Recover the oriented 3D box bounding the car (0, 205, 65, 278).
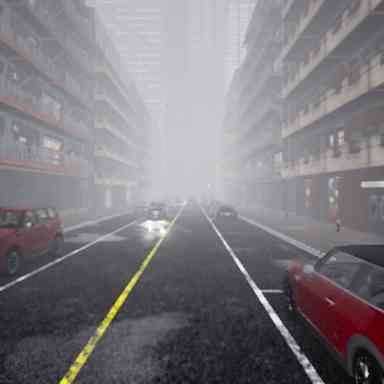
[{"bbox_3d":[-5.702,1.364,10.455,2.192,1.841,5.009,-1,0,0],"label":"car"}]

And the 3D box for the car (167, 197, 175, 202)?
[{"bbox_3d":[-5.691,1.999,88.881,1.802,1.307,4.206,-1,0,0],"label":"car"}]

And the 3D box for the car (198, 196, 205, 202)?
[{"bbox_3d":[2.689,1.994,94.454,2.008,1.369,4.403,-1,0,0],"label":"car"}]

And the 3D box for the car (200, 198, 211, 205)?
[{"bbox_3d":[2.687,1.859,66.444,2.008,1.369,4.403,-1,0,0],"label":"car"}]

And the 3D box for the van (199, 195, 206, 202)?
[{"bbox_3d":[2.685,1.757,88.852,1.690,1.788,3.998,-1,0,0],"label":"van"}]

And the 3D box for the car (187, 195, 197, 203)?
[{"bbox_3d":[0.007,1.640,76.768,2.097,1.767,4.553,0,0,0],"label":"car"}]

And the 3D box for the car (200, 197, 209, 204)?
[{"bbox_3d":[2.687,1.880,72.046,1.887,1.381,4.507,-1,0,0],"label":"car"}]

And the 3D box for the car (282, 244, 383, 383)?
[{"bbox_3d":[2.679,1.463,4.823,1.967,1.590,4.097,-1,0,0],"label":"car"}]

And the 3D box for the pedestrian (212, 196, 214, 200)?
[{"bbox_3d":[3.005,1.514,47.672,0.375,1.860,0.375,-1,1,-3],"label":"pedestrian"}]

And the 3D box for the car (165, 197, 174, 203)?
[{"bbox_3d":[-5.693,1.934,83.279,1.887,1.381,4.507,-1,0,0],"label":"car"}]

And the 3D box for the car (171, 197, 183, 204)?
[{"bbox_3d":[-2.992,1.781,72.515,1.882,1.535,5.008,0,0,0],"label":"car"}]

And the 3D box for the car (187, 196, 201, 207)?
[{"bbox_3d":[0.006,1.811,56.846,2.033,1.411,5.357,0,0,0],"label":"car"}]

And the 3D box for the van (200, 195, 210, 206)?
[{"bbox_3d":[2.683,1.623,60.843,1.690,1.788,3.998,-1,0,0],"label":"van"}]

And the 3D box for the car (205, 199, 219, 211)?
[{"bbox_3d":[2.683,1.702,32.833,2.008,1.369,4.403,-1,0,0],"label":"car"}]

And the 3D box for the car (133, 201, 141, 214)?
[{"bbox_3d":[-5.697,1.729,38.464,2.008,1.369,4.403,-1,0,0],"label":"car"}]

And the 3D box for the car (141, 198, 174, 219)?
[{"bbox_3d":[-3.094,1.634,30.799,2.128,1.511,4.902,0,0,0],"label":"car"}]

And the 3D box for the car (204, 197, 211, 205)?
[{"bbox_3d":[3.004,1.733,44.846,1.812,1.442,4.674,0,0,0],"label":"car"}]

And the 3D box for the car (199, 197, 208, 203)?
[{"bbox_3d":[2.687,1.928,77.647,1.947,1.339,4.313,-1,0,0],"label":"car"}]

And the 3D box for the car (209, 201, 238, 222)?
[{"bbox_3d":[2.683,1.691,27.230,1.947,1.339,4.313,-1,0,0],"label":"car"}]
